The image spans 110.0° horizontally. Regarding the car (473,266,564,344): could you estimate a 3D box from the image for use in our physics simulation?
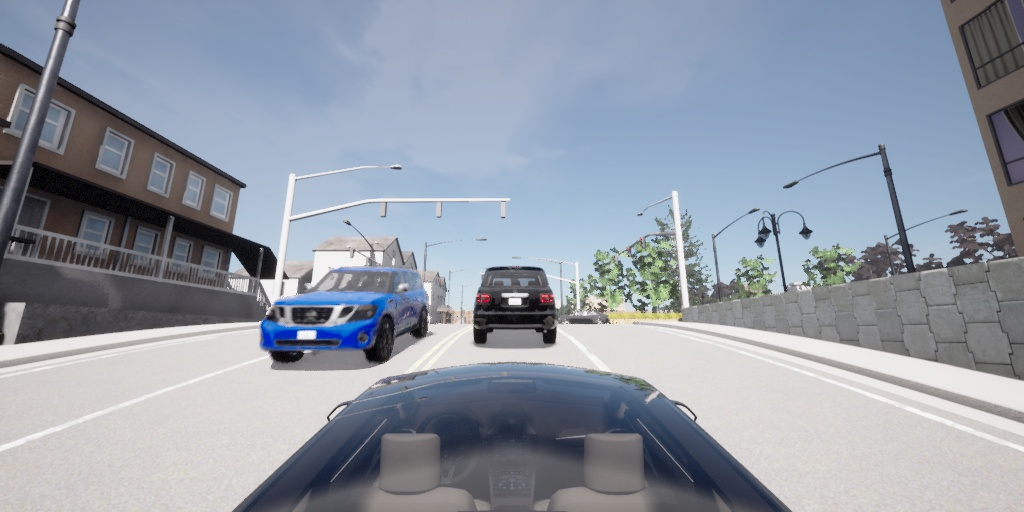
[{"bbox_3d":[0.082,1.501,11.186,2.150,2.045,5.566,0,-7,0],"label":"car"}]

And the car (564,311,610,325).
[{"bbox_3d":[6.336,5.727,32.342,4.902,1.511,2.128,-2,-12,11],"label":"car"}]

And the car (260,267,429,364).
[{"bbox_3d":[-3.645,1.270,9.102,2.150,2.045,5.566,0,-5,-1],"label":"car"}]
